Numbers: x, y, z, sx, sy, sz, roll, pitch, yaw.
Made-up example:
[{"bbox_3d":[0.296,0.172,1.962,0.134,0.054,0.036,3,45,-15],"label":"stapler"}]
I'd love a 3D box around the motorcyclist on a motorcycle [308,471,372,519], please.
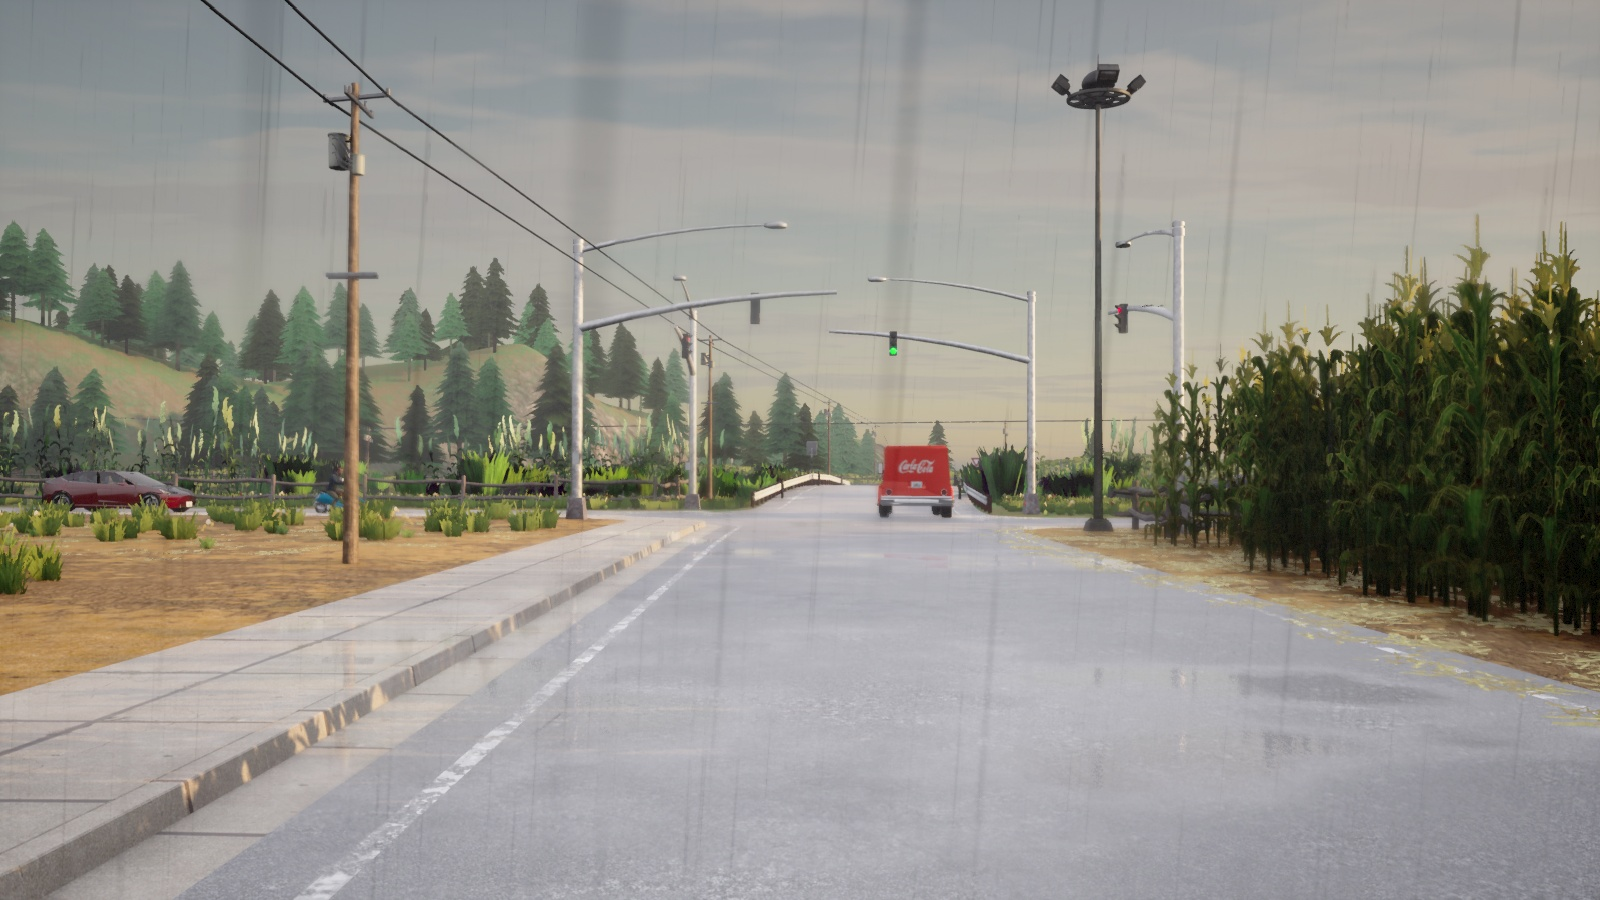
[{"bbox_3d":[-15.328,1.496,41.867,1.817,1.590,0.866,0,-1,3],"label":"motorcyclist on a motorcycle"}]

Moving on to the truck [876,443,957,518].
[{"bbox_3d":[4.024,1.054,44.340,2.627,2.467,5.204,0,-1,3],"label":"truck"}]

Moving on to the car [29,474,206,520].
[{"bbox_3d":[-22.884,1.579,42.235,4.792,1.488,2.163,0,-1,3],"label":"car"}]
